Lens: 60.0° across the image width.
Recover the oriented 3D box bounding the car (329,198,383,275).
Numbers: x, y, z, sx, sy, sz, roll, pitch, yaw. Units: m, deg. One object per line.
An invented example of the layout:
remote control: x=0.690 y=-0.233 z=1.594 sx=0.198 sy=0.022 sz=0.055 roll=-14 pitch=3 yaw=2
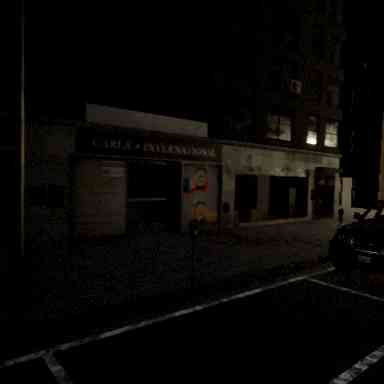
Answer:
car: x=5.579 y=1.082 z=8.551 sx=5.009 sy=1.841 sz=2.192 roll=0 pitch=3 yaw=-39
